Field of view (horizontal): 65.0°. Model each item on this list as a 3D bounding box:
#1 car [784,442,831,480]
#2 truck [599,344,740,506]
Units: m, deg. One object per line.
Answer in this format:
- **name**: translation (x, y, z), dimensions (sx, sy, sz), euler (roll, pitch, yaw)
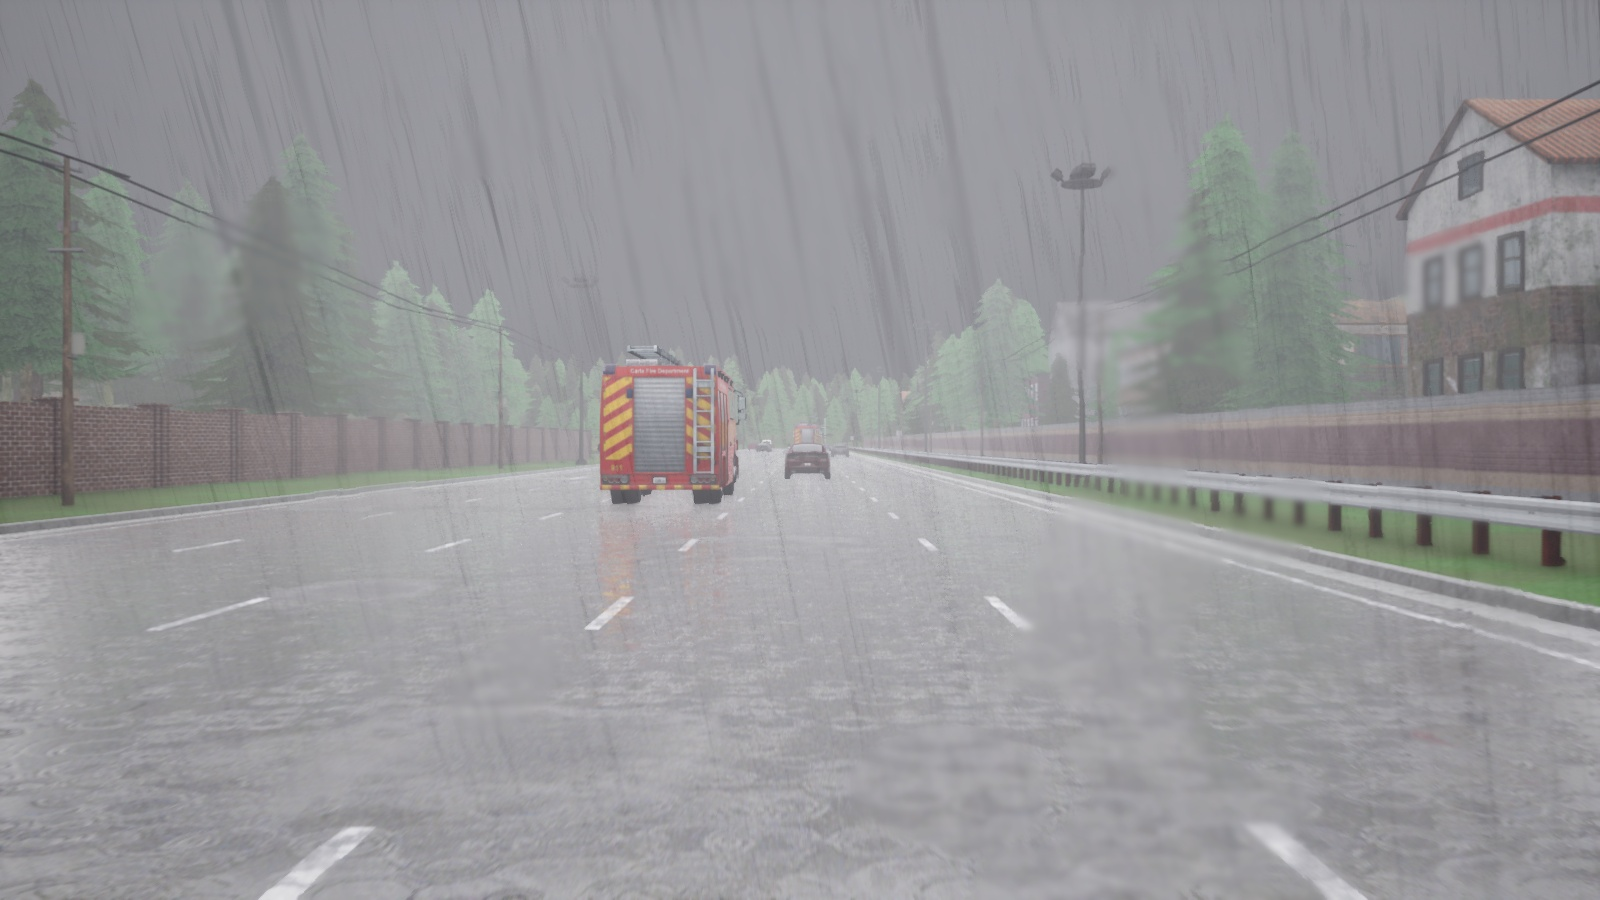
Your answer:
- **car**: translation (0.322, 0.422, 53.616), dimensions (1.882, 1.535, 5.008), euler (0, 0, 0)
- **truck**: translation (-3.290, -0.612, 33.921), dimensions (2.891, 3.827, 8.468), euler (0, 0, 0)
